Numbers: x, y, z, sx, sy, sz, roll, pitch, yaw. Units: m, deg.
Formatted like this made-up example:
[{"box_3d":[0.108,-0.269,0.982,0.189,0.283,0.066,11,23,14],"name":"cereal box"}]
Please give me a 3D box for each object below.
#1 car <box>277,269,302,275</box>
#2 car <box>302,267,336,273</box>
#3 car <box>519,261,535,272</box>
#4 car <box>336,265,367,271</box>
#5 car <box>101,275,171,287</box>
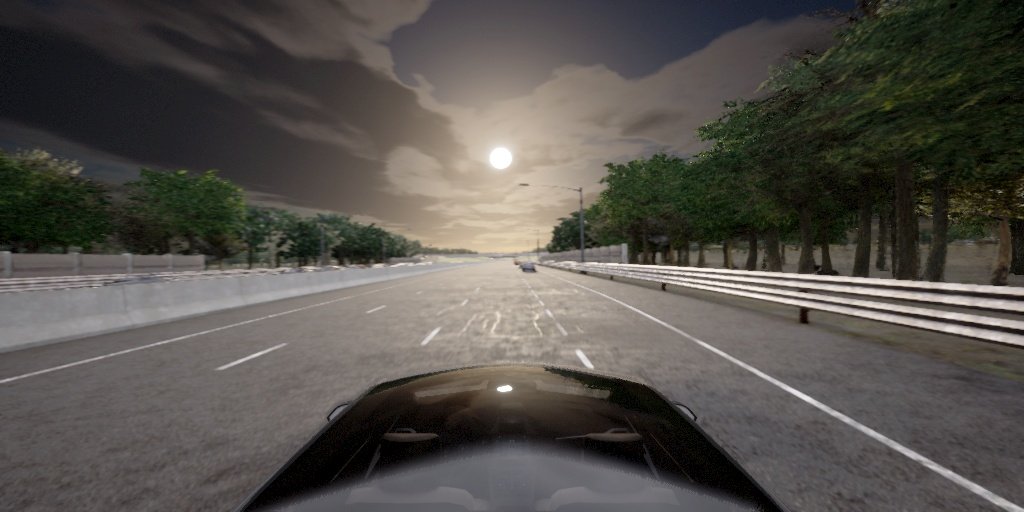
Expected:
[{"box_3d":[-25.339,2.180,41.987,2.033,1.411,5.357,-1,0,0],"name":"car"},{"box_3d":[-21.848,2.046,42.129,2.128,1.511,4.902,-1,0,0],"name":"car"},{"box_3d":[2.549,1.689,56.153,1.994,1.385,4.181,-1,0,-1],"name":"car"},{"box_3d":[-18.355,1.982,42.269,1.837,1.490,4.892,-1,0,0],"name":"car"},{"box_3d":[-28.679,2.156,27.475,1.994,1.385,4.181,-1,-1,0],"name":"car"}]
